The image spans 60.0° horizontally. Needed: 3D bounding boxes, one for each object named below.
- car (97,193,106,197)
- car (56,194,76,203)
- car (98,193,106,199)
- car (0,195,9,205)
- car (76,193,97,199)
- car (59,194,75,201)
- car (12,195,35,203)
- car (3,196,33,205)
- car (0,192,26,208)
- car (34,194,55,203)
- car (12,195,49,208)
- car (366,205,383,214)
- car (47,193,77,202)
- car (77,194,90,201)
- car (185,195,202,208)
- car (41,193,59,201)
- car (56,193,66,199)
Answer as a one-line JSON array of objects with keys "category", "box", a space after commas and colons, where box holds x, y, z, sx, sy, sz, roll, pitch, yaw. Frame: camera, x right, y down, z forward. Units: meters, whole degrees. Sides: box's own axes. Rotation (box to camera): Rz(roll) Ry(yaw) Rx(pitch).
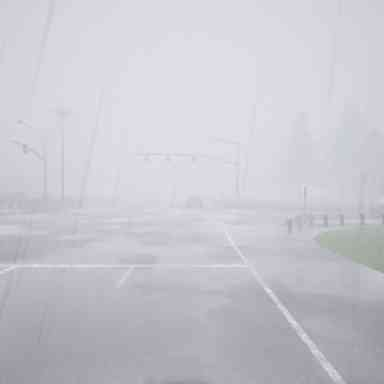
[{"category": "car", "box": [-21.628, 1.036, 77.794, 2.097, 1.767, 4.553, 0, 0, -7]}, {"category": "car", "box": [-24.608, 1.214, 65.094, 1.882, 1.535, 5.008, 0, 0, 0]}, {"category": "car", "box": [-24.992, 1.138, 92.213, 1.812, 1.442, 4.674, 0, 0, -18]}, {"category": "car", "box": [-31.658, 1.280, 53.265, 2.128, 1.511, 4.902, 0, 0, 0]}, {"category": "car", "box": [-21.110, 1.209, 66.183, 1.882, 1.535, 5.008, 0, 0, 0]}, {"category": "car", "box": [-28.451, 1.189, 75.846, 1.837, 1.490, 4.892, 0, 0, -3]}, {"category": "car", "box": [-31.603, 1.343, 62.526, 1.895, 1.301, 4.718, 0, 0, 0]}, {"category": "car", "box": [-28.158, 1.333, 54.012, 2.033, 1.411, 5.357, 0, 0, 0]}, {"category": "car", "box": [-24.668, 1.044, 45.433, 2.150, 2.045, 5.566, 0, 0, 0]}, {"category": "car", "box": [-28.105, 1.245, 63.628, 1.837, 1.490, 4.892, 0, 0, 0]}, {"category": "car", "box": [-21.167, 1.431, 43.839, 1.895, 1.301, 4.718, 0, 0, 0]}, {"category": "car", "box": [18.066, 1.386, 29.250, 4.902, 1.511, 2.128, 0, 0, 9]}, {"category": "car", "box": [-21.171, 1.331, 54.397, 2.033, 1.411, 5.357, 0, 0, 0]}, {"category": "car", "box": [-25.063, 1.161, 77.107, 1.882, 1.535, 5.008, 0, 0, -7]}, {"category": "car", "box": [0.192, 1.176, 45.015, 2.097, 1.767, 4.553, 0, 0, -2]}, {"category": "car", "box": [-31.874, 1.049, 74.752, 2.097, 1.767, 4.553, 0, 0, -3]}, {"category": "car", "box": [-34.928, 1.033, 88.824, 2.128, 1.511, 4.902, 0, 0, -18]}]
